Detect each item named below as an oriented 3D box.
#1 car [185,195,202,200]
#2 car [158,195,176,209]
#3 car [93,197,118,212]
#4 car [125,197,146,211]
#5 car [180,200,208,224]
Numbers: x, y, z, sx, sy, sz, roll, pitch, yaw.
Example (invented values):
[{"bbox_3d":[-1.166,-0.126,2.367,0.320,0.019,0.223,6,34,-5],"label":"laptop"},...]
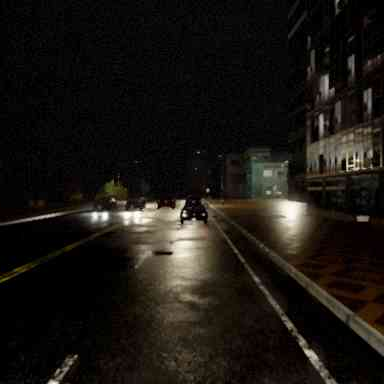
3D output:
[{"bbox_3d":[0.161,1.198,41.834,2.097,1.767,4.553,0,0,0],"label":"car"},{"bbox_3d":[-3.088,1.199,41.727,2.097,1.767,4.553,0,0,0],"label":"car"},{"bbox_3d":[-9.718,1.356,37.545,2.128,1.511,4.902,0,0,1],"label":"car"},{"bbox_3d":[-6.455,1.352,38.487,2.128,1.511,4.902,0,0,0],"label":"car"},{"bbox_3d":[0.135,1.513,24.023,1.895,1.301,4.718,0,0,0],"label":"car"}]
